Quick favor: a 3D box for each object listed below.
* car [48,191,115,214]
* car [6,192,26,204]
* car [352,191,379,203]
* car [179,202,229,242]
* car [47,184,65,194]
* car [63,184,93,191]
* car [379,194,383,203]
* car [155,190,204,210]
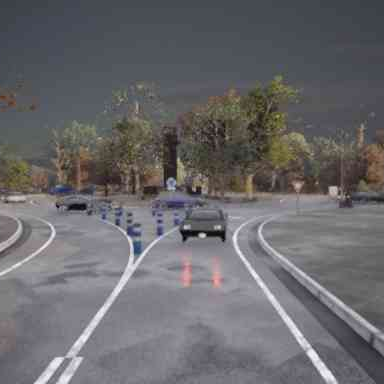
[{"bbox_3d":[-8.753,0.937,27.252,4.902,1.511,2.128,1,2,13],"label":"car"},{"bbox_3d":[-20.761,0.657,39.130,1.895,1.301,4.718,-1,2,-30],"label":"car"},{"bbox_3d":[21.640,0.633,40.025,4.674,1.442,1.812,2,2,-2],"label":"car"},{"bbox_3d":[0.728,1.367,15.246,1.895,1.301,4.718,0,1,8],"label":"car"},{"bbox_3d":[-23.490,-0.428,60.655,2.150,2.045,5.566,1,2,31],"label":"car"},{"bbox_3d":[-20.108,-0.121,59.961,1.837,1.490,4.892,1,2,35],"label":"car"},{"bbox_3d":[24.017,0.805,36.835,4.892,1.490,1.837,3,1,1],"label":"car"},{"bbox_3d":[-1.160,0.700,30.270,4.553,1.767,2.097,0,2,-6],"label":"car"}]
